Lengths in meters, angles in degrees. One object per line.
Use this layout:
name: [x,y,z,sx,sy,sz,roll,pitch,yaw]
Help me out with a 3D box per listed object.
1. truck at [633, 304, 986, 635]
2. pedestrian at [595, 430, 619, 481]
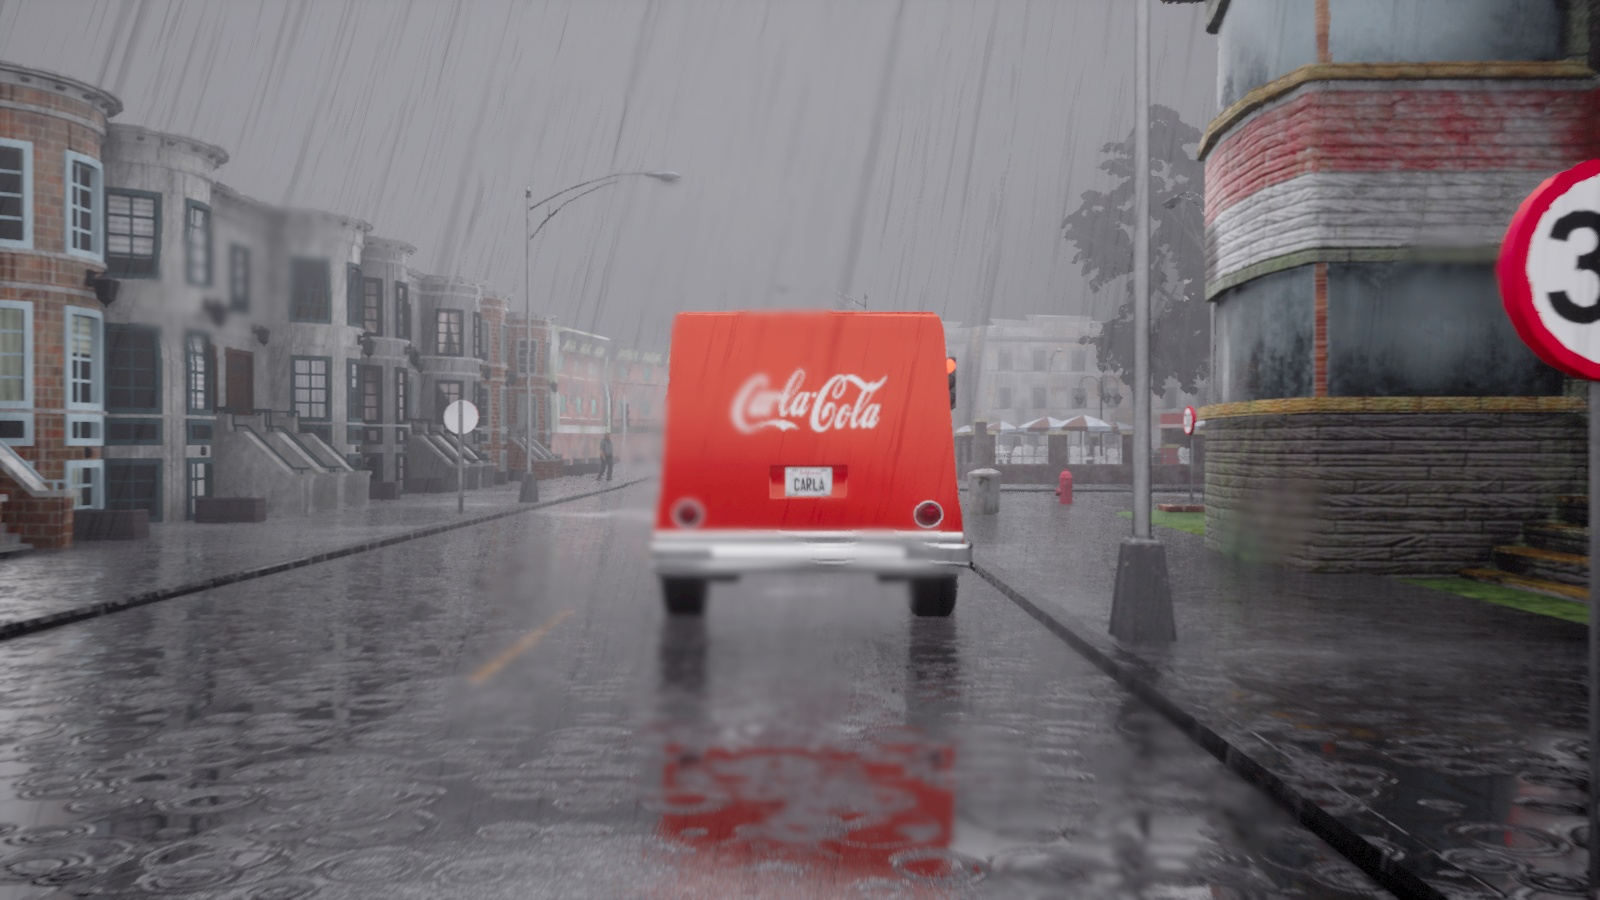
truck: [0.084,0.177,11.963,2.627,2.467,5.204,0,-1,0]
pedestrian: [-6.963,0.195,45.317,0.694,1.848,0.540,0,0,43]
